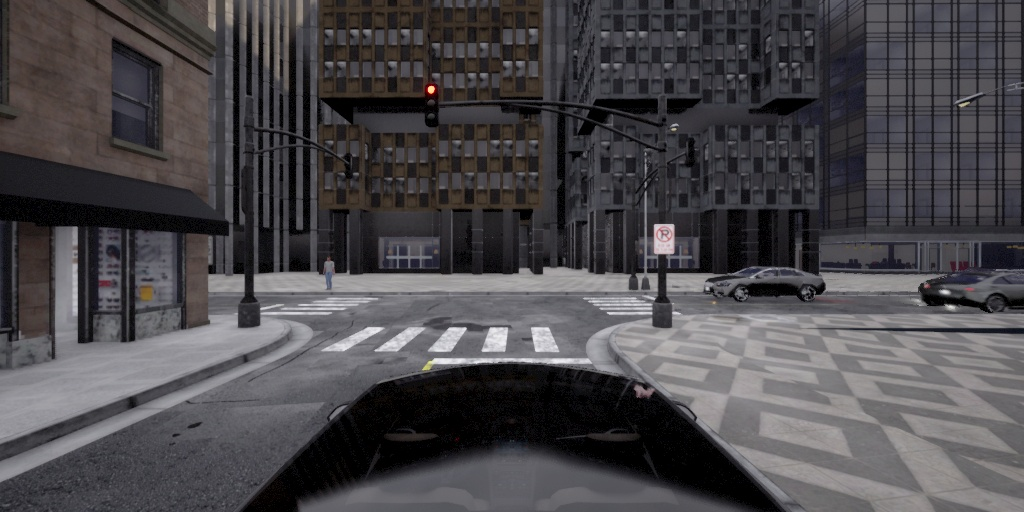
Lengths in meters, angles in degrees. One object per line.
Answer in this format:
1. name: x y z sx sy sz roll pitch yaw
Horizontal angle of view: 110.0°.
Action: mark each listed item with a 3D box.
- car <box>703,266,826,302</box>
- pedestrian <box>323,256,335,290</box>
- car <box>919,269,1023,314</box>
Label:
1. car: 11.345 1.223 16.304 4.902 1.511 2.128 0 0 0
2. pedestrian: -9.929 0.902 19.486 0.375 1.860 0.375 0 0 0
3. car: 17.811 1.286 13.077 4.181 1.385 1.994 0 0 1
